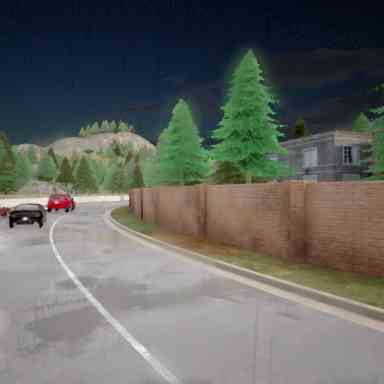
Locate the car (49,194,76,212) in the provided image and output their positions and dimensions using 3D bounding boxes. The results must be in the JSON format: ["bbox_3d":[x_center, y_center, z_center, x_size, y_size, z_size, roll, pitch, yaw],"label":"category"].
[{"bbox_3d":[-14.788,1.222,37.855,2.150,2.045,5.566,0,0,-9],"label":"car"}]

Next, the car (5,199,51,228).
[{"bbox_3d":[-10.950,1.478,22.513,1.882,1.535,5.008,0,0,-19],"label":"car"}]

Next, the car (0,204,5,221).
[{"bbox_3d":[-16.027,1.601,26.861,1.895,1.301,4.718,0,0,-16],"label":"car"}]
